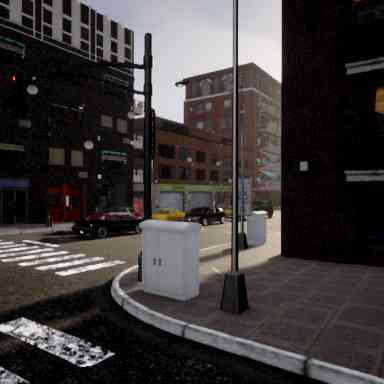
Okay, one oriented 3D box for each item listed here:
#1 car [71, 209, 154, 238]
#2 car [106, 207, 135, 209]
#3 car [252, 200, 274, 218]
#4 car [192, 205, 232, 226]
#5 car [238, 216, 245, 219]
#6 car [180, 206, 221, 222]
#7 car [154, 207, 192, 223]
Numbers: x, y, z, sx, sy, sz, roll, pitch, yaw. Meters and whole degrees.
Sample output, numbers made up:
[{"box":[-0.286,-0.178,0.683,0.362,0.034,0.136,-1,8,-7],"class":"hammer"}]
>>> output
[{"box":[-4.667,1.881,19.663,1.895,1.301,4.718,0,-1,35],"class":"car"},{"box":[-5.416,1.758,23.141,1.967,1.590,4.097,-1,-2,35],"class":"car"},{"box":[7.153,1.891,36.584,2.150,2.045,5.566,0,-1,35],"class":"car"},{"box":[1.151,1.978,27.997,1.837,1.490,4.892,0,-1,35],"class":"car"},{"box":[3.969,2.152,36.587,1.752,1.417,4.829,-1,-2,35],"class":"car"},{"box":[0.905,2.092,32.196,1.947,1.339,4.313,-1,-2,35],"class":"car"},{"box":[-2.353,1.944,27.528,1.752,1.417,4.829,-1,-2,35],"class":"car"}]
